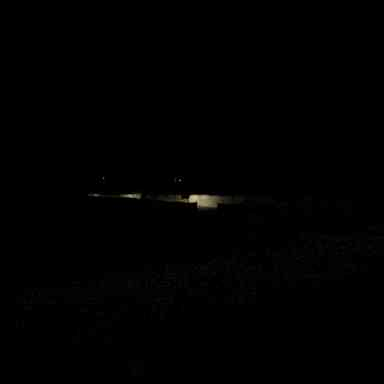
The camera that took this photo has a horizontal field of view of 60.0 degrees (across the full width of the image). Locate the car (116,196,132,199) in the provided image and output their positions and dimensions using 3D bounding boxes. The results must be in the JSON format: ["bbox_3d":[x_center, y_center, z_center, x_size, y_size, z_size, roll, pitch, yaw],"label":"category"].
[{"bbox_3d":[-8.505,1.229,42.341,1.882,1.535,5.008,0,0,-35],"label":"car"}]
